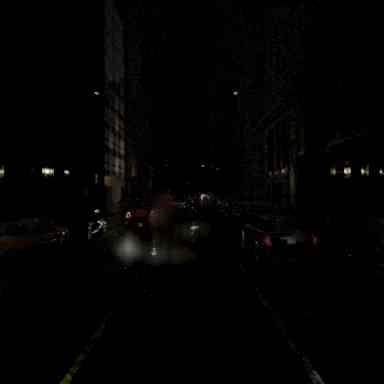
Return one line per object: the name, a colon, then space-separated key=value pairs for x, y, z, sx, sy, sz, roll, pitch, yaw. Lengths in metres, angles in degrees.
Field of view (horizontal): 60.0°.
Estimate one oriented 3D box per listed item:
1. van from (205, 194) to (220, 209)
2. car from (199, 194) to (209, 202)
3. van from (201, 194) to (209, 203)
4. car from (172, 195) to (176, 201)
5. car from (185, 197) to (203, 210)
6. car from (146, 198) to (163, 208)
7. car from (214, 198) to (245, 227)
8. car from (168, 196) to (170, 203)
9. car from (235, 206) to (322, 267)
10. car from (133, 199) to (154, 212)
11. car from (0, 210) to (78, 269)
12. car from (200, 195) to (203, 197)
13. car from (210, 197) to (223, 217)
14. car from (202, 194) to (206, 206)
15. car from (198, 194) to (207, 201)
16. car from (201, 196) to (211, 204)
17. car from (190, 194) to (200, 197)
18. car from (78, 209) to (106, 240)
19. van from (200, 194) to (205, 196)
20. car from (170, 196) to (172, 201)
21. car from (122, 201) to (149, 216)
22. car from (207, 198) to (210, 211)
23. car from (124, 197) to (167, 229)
van: x=2.837 y=1.392 z=39.682 sx=1.690 sy=1.788 sz=3.998 roll=0 pitch=0 yaw=0
car: x=2.823 y=1.422 z=79.222 sx=2.192 sy=1.841 sz=5.009 roll=0 pitch=0 yaw=0
van: x=2.824 y=1.440 z=73.573 sx=1.690 sy=1.788 sz=3.998 roll=0 pitch=0 yaw=0
car: x=-5.703 y=1.659 z=84.865 sx=1.887 sy=1.381 sz=4.507 roll=0 pitch=0 yaw=0
car: x=0.085 y=1.658 z=43.889 sx=1.895 sy=1.301 sz=4.718 roll=0 pitch=0 yaw=0
car: x=-5.691 y=1.617 z=50.972 sx=2.008 sy=1.369 sz=4.403 roll=0 pitch=0 yaw=0
car: x=2.843 y=1.468 z=22.736 sx=1.967 sy=1.590 sz=4.097 roll=0 pitch=0 yaw=0
car: x=-5.695 y=1.633 z=62.269 sx=2.008 sy=1.369 sz=4.403 roll=0 pitch=0 yaw=0
car: x=2.847 y=1.454 z=11.439 sx=1.967 sy=1.590 sz=4.097 roll=0 pitch=0 yaw=0
car: x=-5.687 y=1.595 z=39.674 sx=1.887 sy=1.381 sz=4.507 roll=0 pitch=0 yaw=0
car: x=-5.677 y=1.539 z=11.260 sx=1.752 sy=1.417 sz=4.829 roll=0 pitch=0 yaw=0
car: x=2.832 y=1.640 z=56.627 sx=1.947 sy=1.339 sz=4.313 roll=0 pitch=0 yaw=0
car: x=2.841 y=1.476 z=28.384 sx=1.967 sy=1.590 sz=4.097 roll=0 pitch=0 yaw=0
car: x=2.835 y=1.499 z=45.330 sx=1.967 sy=1.590 sz=4.097 roll=0 pitch=0 yaw=0
car: x=2.819 y=1.435 z=90.519 sx=2.192 sy=1.841 sz=5.009 roll=0 pitch=0 yaw=0
car: x=2.828 y=1.636 z=67.924 sx=1.887 sy=1.381 sz=4.507 roll=0 pitch=0 yaw=0
car: x=0.074 y=1.580 z=61.021 sx=1.837 sy=1.490 sz=4.892 roll=0 pitch=-2 yaw=0
car: x=-5.679 y=1.586 z=17.079 sx=1.947 sy=1.339 sz=4.313 roll=0 pitch=0 yaw=0
van: x=2.828 y=1.424 z=62.276 sx=1.690 sy=1.788 sz=3.998 roll=0 pitch=0 yaw=0
car: x=-5.697 y=1.673 z=67.918 sx=1.802 sy=1.307 sz=4.206 roll=0 pitch=0 yaw=0
car: x=-5.685 y=1.609 z=34.025 sx=1.947 sy=1.339 sz=4.313 roll=0 pitch=0 yaw=0
car: x=2.840 y=1.588 z=34.033 sx=1.887 sy=1.381 sz=4.507 roll=0 pitch=0 yaw=0
car: x=-3.042 y=1.378 z=21.974 sx=2.097 sy=1.767 sz=4.553 roll=0 pitch=0 yaw=1
